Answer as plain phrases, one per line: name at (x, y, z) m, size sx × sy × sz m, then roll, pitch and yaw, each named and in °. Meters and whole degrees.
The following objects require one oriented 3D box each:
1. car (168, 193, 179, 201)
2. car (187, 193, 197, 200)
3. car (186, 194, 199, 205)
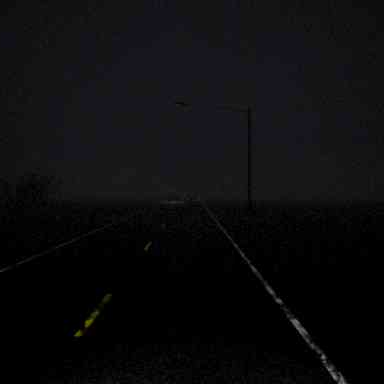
car at (-3.523, 1.021, 65.140) m, size 1.837 × 1.490 × 4.892 m, roll 0°, pitch 1°, yaw 0°
car at (-0.014, 1.019, 72.200) m, size 1.994 × 1.385 × 4.181 m, roll 0°, pitch 0°, yaw 0°
car at (0.090, 1.178, 50.182) m, size 2.033 × 1.411 × 5.357 m, roll 0°, pitch 0°, yaw 0°
